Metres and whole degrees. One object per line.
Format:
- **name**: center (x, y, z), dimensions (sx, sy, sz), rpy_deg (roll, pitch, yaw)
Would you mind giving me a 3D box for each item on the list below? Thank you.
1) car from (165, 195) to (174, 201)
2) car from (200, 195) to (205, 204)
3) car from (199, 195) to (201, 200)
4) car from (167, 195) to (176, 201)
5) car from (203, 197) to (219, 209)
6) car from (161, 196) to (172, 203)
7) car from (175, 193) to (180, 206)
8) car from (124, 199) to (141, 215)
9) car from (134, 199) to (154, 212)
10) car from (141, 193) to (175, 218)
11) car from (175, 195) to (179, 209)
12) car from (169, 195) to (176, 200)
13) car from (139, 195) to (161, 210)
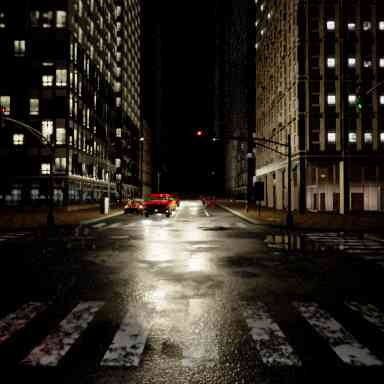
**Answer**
- **car**: center (-5.560, 1.578, 83.972), dimensions (1.887, 1.381, 4.507), rpy_deg (1, 0, 0)
- **car**: center (2.783, 1.547, 56.322), dimensions (1.752, 1.417, 4.829), rpy_deg (1, 0, 0)
- **car**: center (2.789, 1.590, 61.730), dimensions (1.947, 1.339, 4.313), rpy_deg (1, 0, 0)
- **car**: center (-5.552, 1.587, 89.548), dimensions (2.008, 1.369, 4.403), rpy_deg (1, 0, 0)
- **car**: center (2.765, 1.599, 44.997), dimensions (1.802, 1.307, 4.206), rpy_deg (1, 0, 0)
- **car**: center (-5.575, 1.573, 72.822), dimensions (1.887, 1.381, 4.507), rpy_deg (1, 0, 0)
- **car**: center (-3.019, 1.241, 52.051), dimensions (2.150, 2.045, 5.566), rpy_deg (0, 0, 0)
- **car**: center (-5.627, 1.453, 33.796), dimensions (1.967, 1.590, 4.097), rpy_deg (1, 0, 0)
- **car**: center (-5.623, 1.597, 39.371), dimensions (1.802, 1.307, 4.206), rpy_deg (1, 0, 0)
- **car**: center (-3.051, 1.233, 31.125), dimensions (2.150, 2.045, 5.566), rpy_deg (0, 0, 0)
- **car**: center (-3.040, 1.493, 41.552), dimensions (1.882, 1.535, 5.008), rpy_deg (0, 0, 0)
- **car**: center (-5.545, 1.605, 95.123), dimensions (1.947, 1.339, 4.313), rpy_deg (1, 0, 0)
- **car**: center (-5.609, 1.332, 44.947), dimensions (2.192, 1.841, 5.009), rpy_deg (1, 0, 0)
